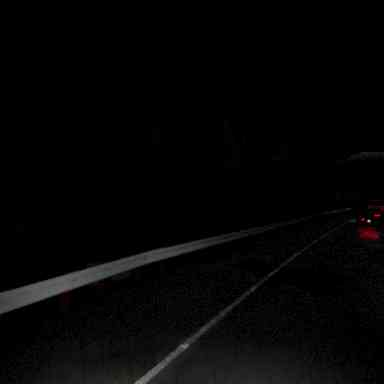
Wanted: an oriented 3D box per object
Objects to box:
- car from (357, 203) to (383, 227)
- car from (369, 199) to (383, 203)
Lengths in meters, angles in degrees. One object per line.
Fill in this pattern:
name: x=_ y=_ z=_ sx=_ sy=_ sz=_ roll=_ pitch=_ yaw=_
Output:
car: x=14.694 y=1.960 z=27.271 sx=1.837 sy=1.490 sz=4.892 roll=1 pitch=0 yaw=32
car: x=20.654 y=1.849 z=36.764 sx=2.150 sy=2.045 sz=5.566 roll=1 pitch=0 yaw=32
